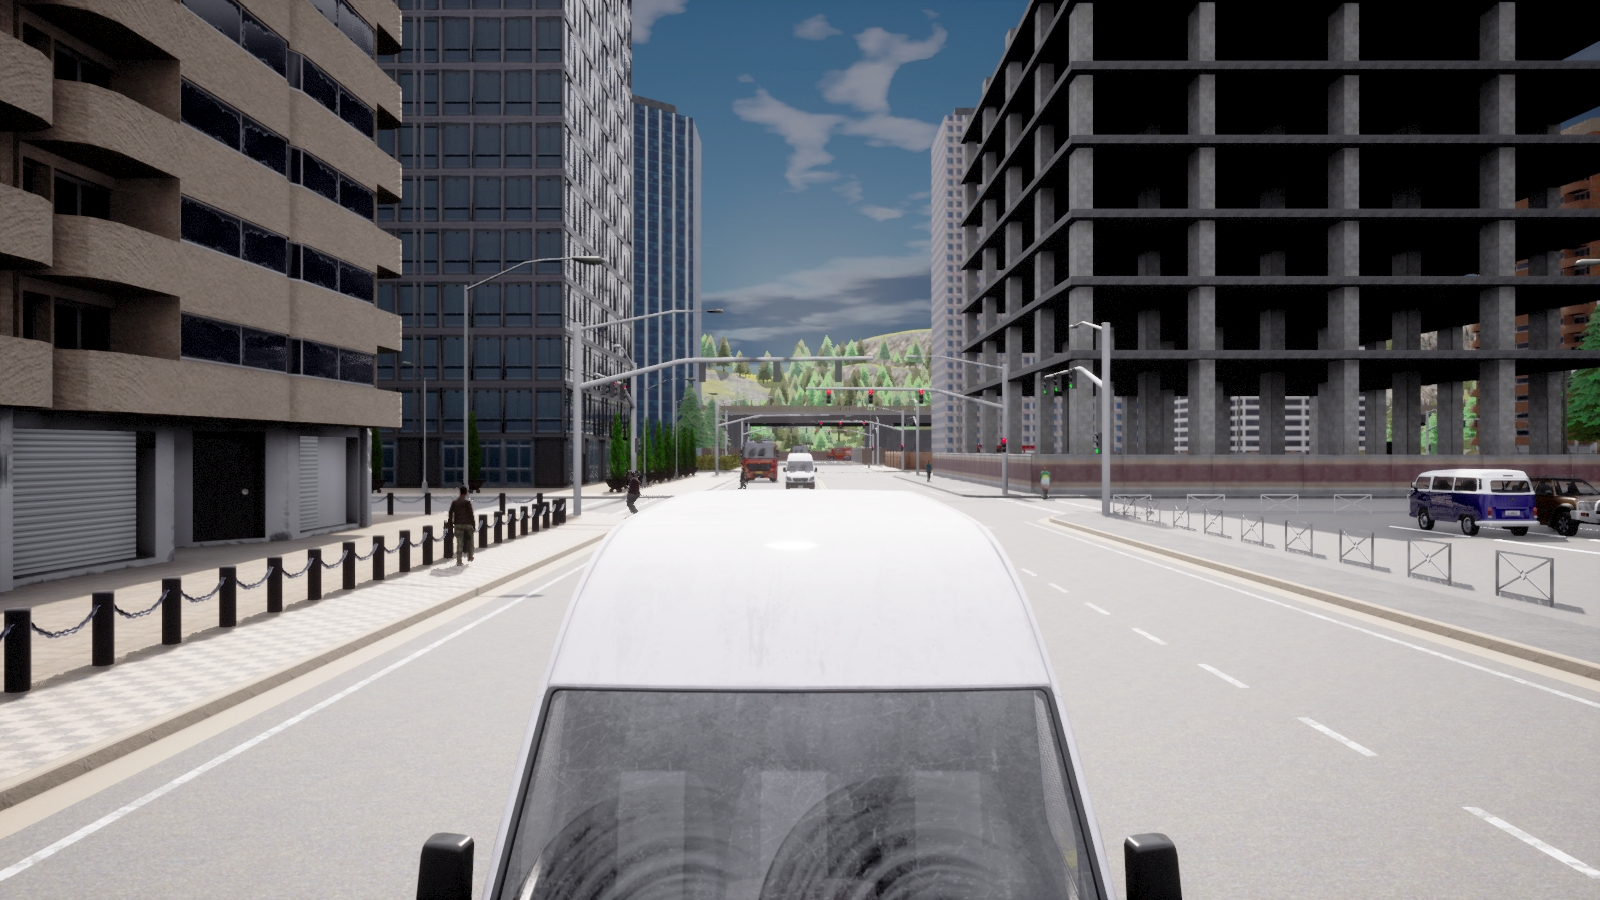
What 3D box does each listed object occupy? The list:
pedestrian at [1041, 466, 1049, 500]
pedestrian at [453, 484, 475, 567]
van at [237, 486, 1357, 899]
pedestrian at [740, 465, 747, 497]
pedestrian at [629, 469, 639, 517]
[{"bbox_3d":[13.427,1.793,62.660,0.375,1.860,0.375,0,0,7],"label":"pedestrian"},{"bbox_3d":[-7.566,1.697,25.737,0.375,1.860,0.375,0,0,1],"label":"pedestrian"},{"bbox_3d":[-0.002,1.534,4.985,1.988,2.561,5.915,0,0,0],"label":"van"},{"bbox_3d":[-3.356,1.848,67.644,0.375,1.860,0.375,0,0,2],"label":"pedestrian"},{"bbox_3d":[-6.518,1.696,44.960,0.375,1.860,0.375,0,0,-7],"label":"pedestrian"}]
